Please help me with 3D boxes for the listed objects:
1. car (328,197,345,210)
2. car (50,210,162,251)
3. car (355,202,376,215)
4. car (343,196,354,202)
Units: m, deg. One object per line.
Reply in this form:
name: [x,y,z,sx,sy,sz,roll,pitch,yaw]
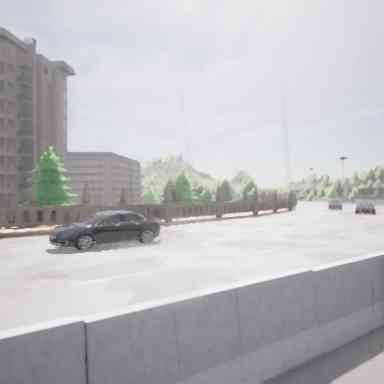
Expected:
car: [21.348,1.887,49.453,1.837,1.490,4.892,0,-1,22]
car: [-3.650,1.595,14.692,4.892,1.490,1.837,0,0,-40]
car: [19.411,1.827,37.165,1.994,1.385,4.181,0,-1,28]
car: [33.919,1.673,72.571,1.837,1.490,4.892,0,-1,6]
